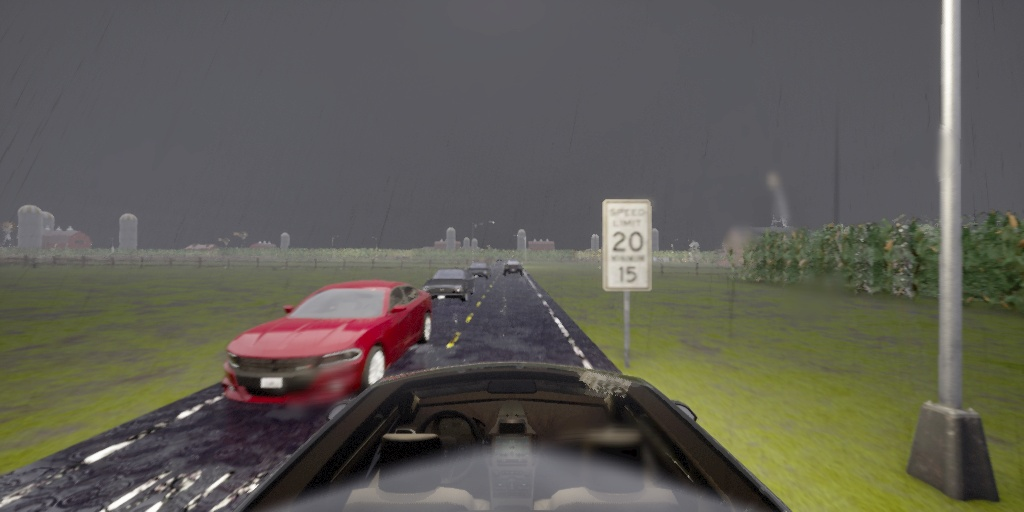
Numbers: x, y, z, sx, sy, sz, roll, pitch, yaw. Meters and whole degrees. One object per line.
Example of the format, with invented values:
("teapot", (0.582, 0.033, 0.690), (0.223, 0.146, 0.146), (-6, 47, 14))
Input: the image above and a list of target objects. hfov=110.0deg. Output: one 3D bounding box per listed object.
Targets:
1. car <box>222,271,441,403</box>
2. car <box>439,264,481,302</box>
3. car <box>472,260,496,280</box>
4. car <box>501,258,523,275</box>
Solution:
("car", (-2.841, 1.219, 6.737), (1.882, 1.535, 5.008), (0, 0, 0))
("car", (-2.839, 1.268, 17.099), (2.033, 1.411, 5.357), (0, 0, 0))
("car", (-2.811, 1.237, 31.289), (2.033, 1.411, 5.357), (0, 0, 0))
("car", (0.117, 1.154, 36.919), (1.882, 1.535, 5.008), (0, 0, 0))
